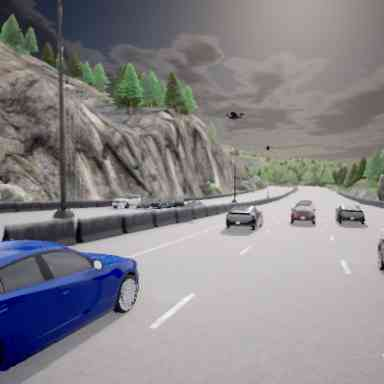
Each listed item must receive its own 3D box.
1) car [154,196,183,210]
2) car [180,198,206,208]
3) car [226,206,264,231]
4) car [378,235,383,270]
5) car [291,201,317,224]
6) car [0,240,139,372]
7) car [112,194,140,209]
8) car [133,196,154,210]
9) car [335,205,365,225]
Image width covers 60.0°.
[{"bbox_3d":[-2.761,1.544,46.063,2.150,2.045,5.566,1,0,20],"label":"car"},{"bbox_3d":[0.467,1.814,44.707,1.994,1.385,4.181,1,0,20],"label":"car"},{"bbox_3d":[3.588,1.652,22.143,2.128,1.511,4.902,1,0,20],"label":"car"},{"bbox_3d":[6.026,1.589,8.281,1.882,1.535,5.008,1,0,20],"label":"car"},{"bbox_3d":[9.056,1.774,26.998,1.812,1.442,4.674,1,0,20],"label":"car"},{"bbox_3d":[-2.600,1.473,5.005,1.882,1.535,5.008,1,0,20],"label":"car"},{"bbox_3d":[-9.350,1.371,48.423,2.150,2.045,5.566,1,0,20],"label":"car"},{"bbox_3d":[-6.044,1.745,47.283,1.837,1.490,4.892,1,0,20],"label":"car"},{"bbox_3d":[12.871,1.785,27.234,2.128,1.511,4.902,1,0,20],"label":"car"}]
